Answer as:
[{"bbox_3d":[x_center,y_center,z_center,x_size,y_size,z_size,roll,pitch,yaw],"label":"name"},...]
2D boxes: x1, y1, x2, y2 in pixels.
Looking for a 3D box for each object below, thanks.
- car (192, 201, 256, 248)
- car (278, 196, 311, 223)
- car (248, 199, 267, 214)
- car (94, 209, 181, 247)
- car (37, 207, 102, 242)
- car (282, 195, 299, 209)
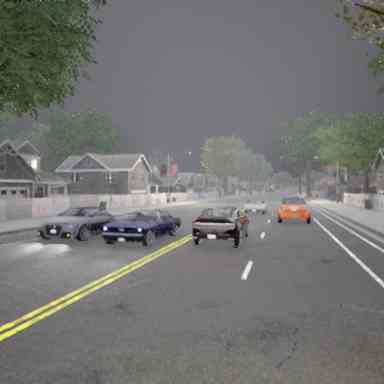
[{"bbox_3d":[1.369,1.373,14.400,2.128,1.511,4.902,0,0,15],"label":"car"},{"bbox_3d":[7.341,1.167,23.971,2.097,1.767,4.553,0,0,16],"label":"car"},{"bbox_3d":[6.190,1.347,31.991,1.895,1.301,4.718,0,0,15],"label":"car"},{"bbox_3d":[-2.064,1.472,14.663,1.895,1.301,4.718,0,0,16],"label":"car"},{"bbox_3d":[-5.172,1.421,15.617,1.994,1.385,4.181,0,0,16],"label":"car"},{"bbox_3d":[11.983,1.167,40.824,1.882,1.535,5.008,0,0,15],"label":"car"}]
